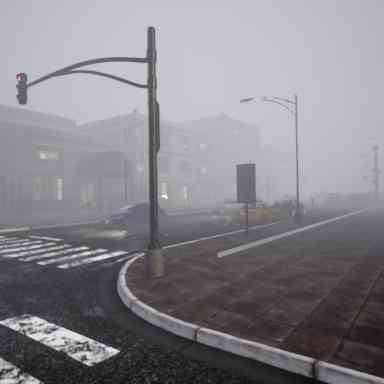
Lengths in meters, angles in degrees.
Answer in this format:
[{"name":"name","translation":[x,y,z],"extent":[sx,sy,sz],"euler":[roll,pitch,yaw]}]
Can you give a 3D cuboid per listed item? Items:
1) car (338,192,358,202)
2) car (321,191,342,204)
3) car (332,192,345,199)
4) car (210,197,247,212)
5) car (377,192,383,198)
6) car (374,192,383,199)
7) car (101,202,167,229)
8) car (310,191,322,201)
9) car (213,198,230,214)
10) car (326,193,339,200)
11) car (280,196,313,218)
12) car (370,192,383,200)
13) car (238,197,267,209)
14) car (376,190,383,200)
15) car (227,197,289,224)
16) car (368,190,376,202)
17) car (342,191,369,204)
[{"name":"car","translation":[26.652,0.867,56.728],"extent":[2.128,1.511,4.902],"euler":[-1,0,36]},{"name":"car","translation":[21.300,0.813,49.377],"extent":[2.097,1.767,4.553],"euler":[-1,0,36]},{"name":"car","translation":[33.399,0.741,75.805],"extent":[1.967,1.590,4.097],"euler":[-1,0,36]},{"name":"car","translation":[3.985,1.287,35.415],"extent":[1.752,1.417,4.829],"euler":[-1,0,36]},{"name":"car","translation":[43.254,0.651,75.091],"extent":[1.887,1.381,4.507],"euler":[-1,0,36]},{"name":"car","translation":[40.172,0.720,70.870],"extent":[1.947,1.339,4.313],"euler":[-1,0,36]},{"name":"car","translation":[-3.463,1.395,20.804],"extent":[1.812,1.442,4.674],"euler":[-1,0,36]},{"name":"car","translation":[23.626,0.767,62.388],"extent":[2.192,1.841,5.009],"euler":[-1,0,36]},{"name":"car","translation":[3.849,1.352,30.832],"extent":[1.895,1.301,4.718],"euler":[-1,0,36]},{"name":"car","translation":[30.143,0.933,71.333],"extent":[1.802,1.307,4.206],"euler":[-1,0,36]},{"name":"car","translation":[7.599,1.216,26.146],"extent":[2.008,1.369,4.403],"euler":[-1,0,36]},{"name":"car","translation":[36.915,0.770,66.398],"extent":[1.947,1.339,4.313],"euler":[-1,0,36]},{"name":"car","translation":[7.343,1.291,40.026],"extent":[1.802,1.307,4.206],"euler":[-1,0,36]},{"name":"car","translation":[33.654,0.569,61.925],"extent":[2.192,1.841,5.009],"euler":[-1,0,36]},{"name":"car","translation":[4.442,1.241,21.811],"extent":[1.752,1.417,4.829],"euler":[-1,0,36]},{"name":"car","translation":[27.053,0.859,52.098],"extent":[1.837,1.490,4.892],"euler":[-1,0,36]},{"name":"car","translation":[22.927,0.897,46.443],"extent":[1.882,1.535,5.008],"euler":[-1,0,36]}]
